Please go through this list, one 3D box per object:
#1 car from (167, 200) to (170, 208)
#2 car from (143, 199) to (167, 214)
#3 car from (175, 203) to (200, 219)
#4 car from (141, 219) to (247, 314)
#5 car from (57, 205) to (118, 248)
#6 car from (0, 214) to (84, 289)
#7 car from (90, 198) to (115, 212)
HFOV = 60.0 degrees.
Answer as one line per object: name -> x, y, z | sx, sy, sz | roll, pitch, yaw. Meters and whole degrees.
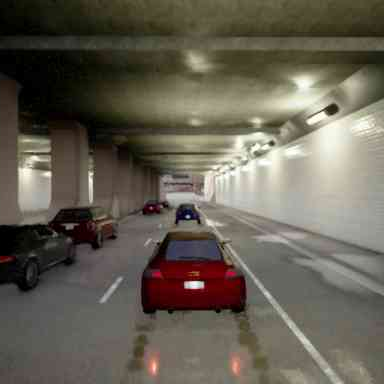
car -> -4.375, 1.713, 49.490 | 1.895, 1.301, 4.718 | 0, 0, -1
car -> -4.300, 1.653, 37.120 | 1.994, 1.385, 4.181 | 0, 0, 0
car -> -0.324, 1.572, 25.471 | 1.812, 1.442, 4.674 | 0, 0, -1
car -> -0.001, 1.578, 7.739 | 1.994, 1.385, 4.181 | 0, 0, -1
car -> -4.795, 1.405, 15.085 | 2.097, 1.767, 4.553 | 0, 0, -1
car -> -4.688, 1.569, 9.115 | 1.812, 1.442, 4.674 | 0, 0, -1
car -> -11.304, 1.616, 42.191 | 1.882, 1.535, 5.008 | 0, 0, -1
